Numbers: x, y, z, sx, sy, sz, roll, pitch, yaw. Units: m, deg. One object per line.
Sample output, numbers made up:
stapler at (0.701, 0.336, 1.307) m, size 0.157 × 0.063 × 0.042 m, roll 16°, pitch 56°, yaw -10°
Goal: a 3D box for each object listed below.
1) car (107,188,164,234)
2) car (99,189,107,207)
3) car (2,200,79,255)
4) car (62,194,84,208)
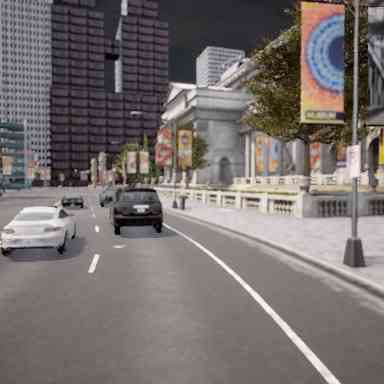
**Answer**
car at (-2.868, 0.796, 16.445) m, size 2.150 × 2.045 × 5.566 m, roll 0°, pitch 2°, yaw -16°
car at (-8.242, 0.492, 33.594) m, size 2.097 × 1.767 × 4.553 m, roll -1°, pitch 2°, yaw -18°
car at (-5.288, 1.223, 11.869) m, size 1.812 × 1.442 × 4.674 m, roll 0°, pitch 1°, yaw -14°
car at (-11.273, 0.798, 31.600) m, size 1.895 × 1.301 × 4.718 m, roll -1°, pitch 2°, yaw -18°
